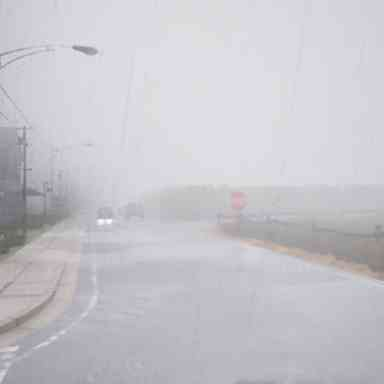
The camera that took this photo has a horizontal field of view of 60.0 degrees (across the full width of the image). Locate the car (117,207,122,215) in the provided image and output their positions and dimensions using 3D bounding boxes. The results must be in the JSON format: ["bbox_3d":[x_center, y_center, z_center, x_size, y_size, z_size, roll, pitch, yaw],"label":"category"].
[{"bbox_3d":[-11.376,3.144,55.758,1.994,1.385,4.181,0,-1,-20],"label":"car"}]

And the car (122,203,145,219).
[{"bbox_3d":[-7.565,2.446,43.677,2.150,2.045,5.566,0,-1,-16],"label":"car"}]

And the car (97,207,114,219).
[{"bbox_3d":[-11.872,2.822,45.575,2.128,1.511,4.902,0,-2,-16],"label":"car"}]
